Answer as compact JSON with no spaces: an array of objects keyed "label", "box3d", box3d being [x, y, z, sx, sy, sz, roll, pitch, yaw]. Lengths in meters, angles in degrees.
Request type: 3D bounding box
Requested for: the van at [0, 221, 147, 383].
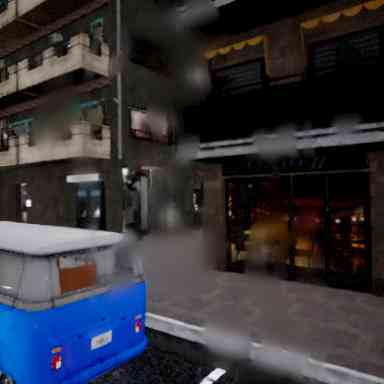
[{"label":"van","box3d":[-2.473,1.356,4.653,3.998,1.788,1.690,0,-1,35]}]
